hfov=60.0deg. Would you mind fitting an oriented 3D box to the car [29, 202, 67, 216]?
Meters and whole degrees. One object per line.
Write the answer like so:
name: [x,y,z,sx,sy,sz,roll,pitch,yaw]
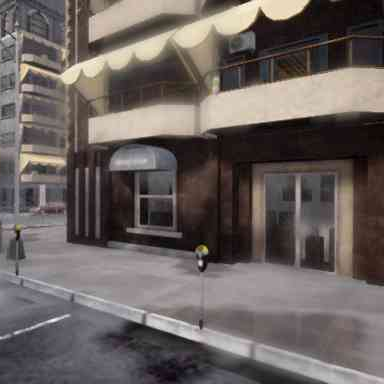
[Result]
car: [-16.070,1.821,37.311,1.967,1.590,4.097,-1,-1,35]
